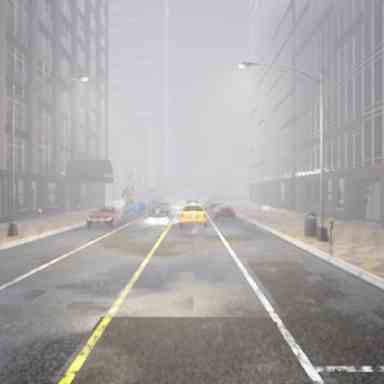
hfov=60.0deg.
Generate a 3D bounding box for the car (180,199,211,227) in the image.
[{"bbox_3d":[0.093,1.494,23.125,1.801,1.575,5.366,0,0,0],"label":"car"}]

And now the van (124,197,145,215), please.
[{"bbox_3d":[-5.700,1.397,33.666,1.690,1.788,3.998,0,0,0],"label":"van"}]

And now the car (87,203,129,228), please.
[{"bbox_3d":[-5.697,1.620,22.282,1.802,1.307,4.206,0,0,0],"label":"car"}]

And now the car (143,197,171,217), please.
[{"bbox_3d":[-3.106,1.545,32.557,2.128,1.511,4.902,0,0,0],"label":"car"}]

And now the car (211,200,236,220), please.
[{"bbox_3d":[2.682,1.629,27.974,1.802,1.307,4.206,0,0,0],"label":"car"}]

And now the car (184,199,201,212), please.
[{"bbox_3d":[0.088,1.616,41.458,2.033,1.411,5.357,0,0,0],"label":"car"}]

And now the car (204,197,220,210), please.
[{"bbox_3d":[2.677,1.514,45.050,1.967,1.590,4.097,0,0,0],"label":"car"}]

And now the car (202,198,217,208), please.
[{"bbox_3d":[2.676,1.633,50.744,2.008,1.369,4.403,0,0,0],"label":"car"}]

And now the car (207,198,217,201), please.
[{"bbox_3d":[2.679,1.616,39.358,2.008,1.369,4.403,0,0,0],"label":"car"}]

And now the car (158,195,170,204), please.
[{"bbox_3d":[-5.709,1.531,67.824,1.967,1.590,4.097,0,0,0],"label":"car"}]
